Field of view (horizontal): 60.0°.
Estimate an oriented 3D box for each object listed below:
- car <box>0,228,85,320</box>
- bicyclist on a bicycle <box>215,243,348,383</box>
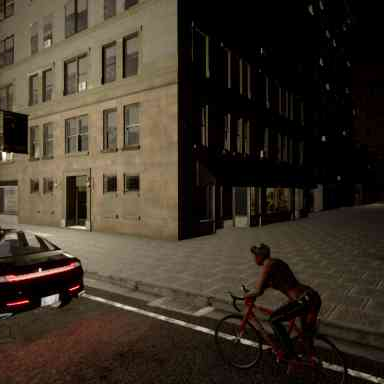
[{"bbox_3d":[-4.200,1.493,6.684,4.902,1.511,2.128,0,0,36],"label":"car"},{"bbox_3d":[0.970,1.453,3.972,1.656,1.620,0.582,0,0,36],"label":"bicyclist on a bicycle"}]
